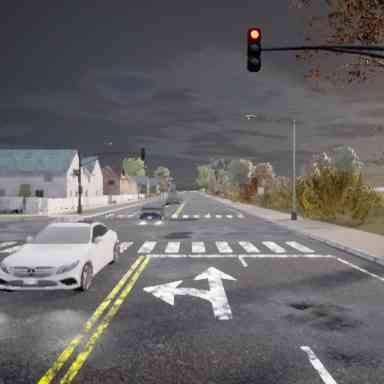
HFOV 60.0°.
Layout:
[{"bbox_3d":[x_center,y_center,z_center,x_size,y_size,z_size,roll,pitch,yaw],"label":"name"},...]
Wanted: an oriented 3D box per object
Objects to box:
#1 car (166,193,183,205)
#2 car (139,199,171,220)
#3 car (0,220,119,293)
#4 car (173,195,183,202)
[{"bbox_3d":[-3.167,1.267,56.044,2.150,2.045,5.566,0,2,0],"label":"car"},{"bbox_3d":[-3.217,1.546,28.045,2.033,1.411,5.357,0,0,0],"label":"car"},{"bbox_3d":[-3.238,1.526,8.999,1.812,1.442,4.674,0,0,0],"label":"car"},{"bbox_3d":[-3.137,1.455,75.273,1.994,1.385,4.181,0,0,0],"label":"car"}]
